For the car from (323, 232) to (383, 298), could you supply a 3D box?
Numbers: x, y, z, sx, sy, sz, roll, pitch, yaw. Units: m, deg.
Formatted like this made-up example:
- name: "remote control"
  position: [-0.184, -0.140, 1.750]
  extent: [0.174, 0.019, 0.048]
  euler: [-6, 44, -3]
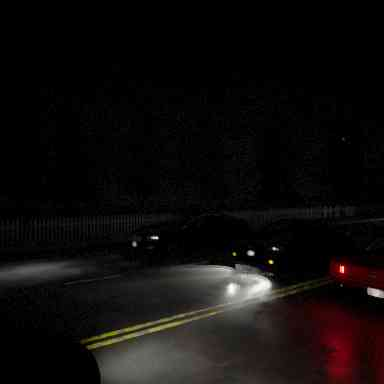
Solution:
- name: "car"
  position: [5.254, 1.601, 7.519]
  extent: [4.718, 1.301, 1.895]
  euler: [0, 0, -35]

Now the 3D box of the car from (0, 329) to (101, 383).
- name: "car"
  position: [-2.819, 1.526, 1.759]
  extent: [4.674, 1.442, 1.812]
  euler: [0, 0, -36]

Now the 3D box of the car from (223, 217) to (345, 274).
- name: "car"
  position: [3.305, 1.564, 10.658]
  extent: [4.181, 1.385, 1.994]
  euler: [0, 0, -36]

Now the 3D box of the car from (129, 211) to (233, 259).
- name: "car"
  position: [0.062, 1.491, 12.643]
  extent: [4.902, 1.511, 2.128]
  euler: [0, 0, -36]
